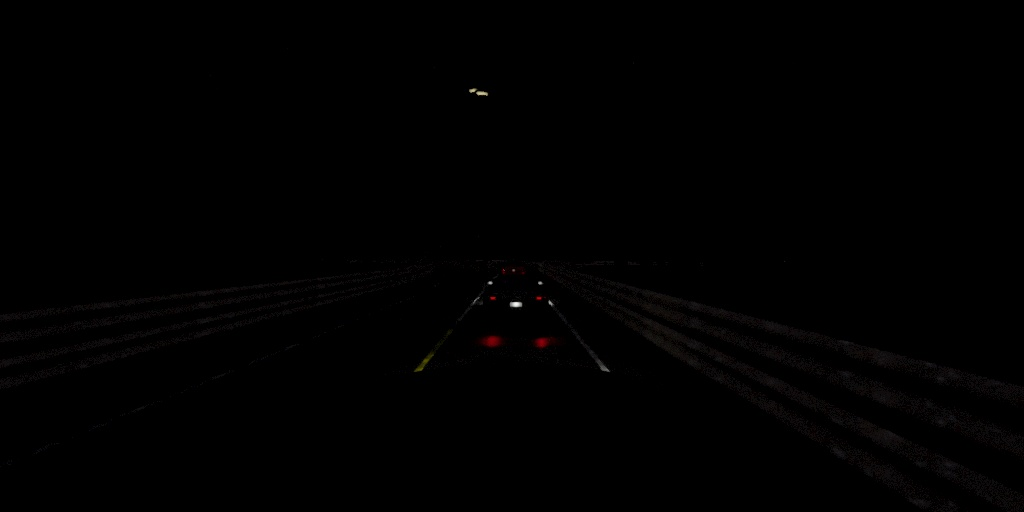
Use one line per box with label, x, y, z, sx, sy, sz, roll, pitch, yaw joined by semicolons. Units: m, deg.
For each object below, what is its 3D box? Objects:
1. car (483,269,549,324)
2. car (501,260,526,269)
car;0.113;1.320;11.983;1.994;1.385;4.181;0;0;0
car;0.134;1.158;31.012;2.097;1.767;4.553;1;0;0
